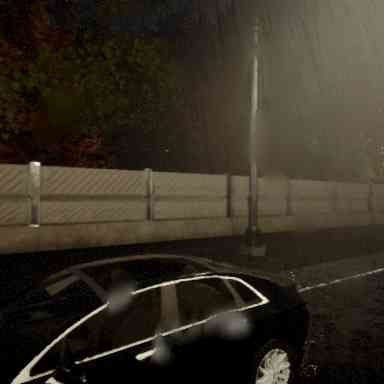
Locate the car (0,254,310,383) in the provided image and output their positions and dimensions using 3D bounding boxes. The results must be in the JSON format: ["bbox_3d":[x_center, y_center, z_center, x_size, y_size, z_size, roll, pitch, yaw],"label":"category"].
[{"bbox_3d":[-0.800,1.515,3.420,4.892,1.490,1.837,0,0,-35],"label":"car"}]
